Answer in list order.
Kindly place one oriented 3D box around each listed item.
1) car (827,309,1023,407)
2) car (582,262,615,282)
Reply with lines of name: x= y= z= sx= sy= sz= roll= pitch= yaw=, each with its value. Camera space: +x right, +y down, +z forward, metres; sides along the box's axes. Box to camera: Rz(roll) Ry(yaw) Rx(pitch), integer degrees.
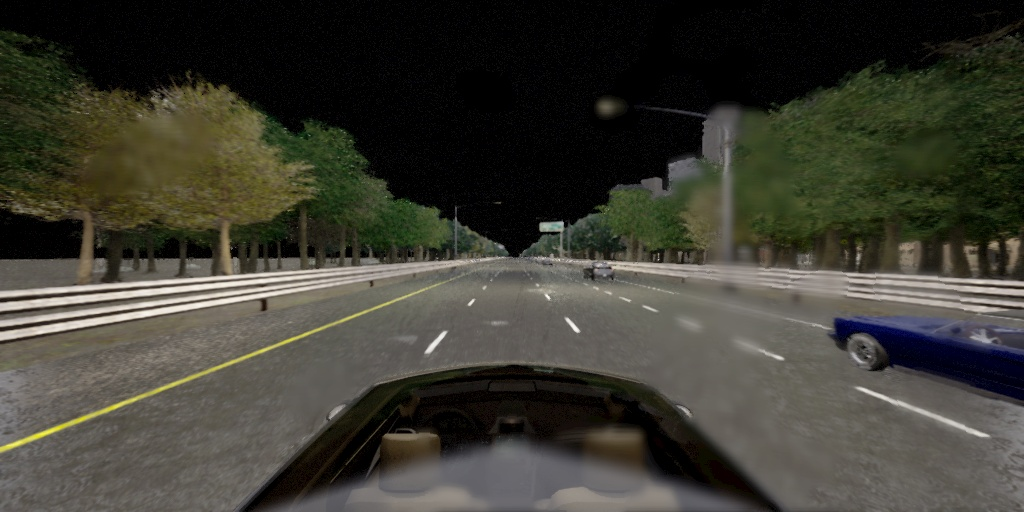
car: x=6.997 y=1.355 z=4.720 sx=1.895 sy=1.301 sz=4.718 roll=0 pitch=0 yaw=0
car: x=7.025 y=1.266 z=29.517 sx=2.128 sy=1.511 sz=4.902 roll=0 pitch=0 yaw=0
